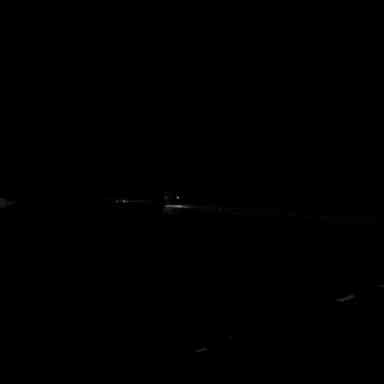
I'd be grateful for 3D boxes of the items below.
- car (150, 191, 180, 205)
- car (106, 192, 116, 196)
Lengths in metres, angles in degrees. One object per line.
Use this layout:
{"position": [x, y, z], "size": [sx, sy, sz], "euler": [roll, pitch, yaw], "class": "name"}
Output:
{"position": [-3.422, 0.659, 41.266], "size": [2.097, 1.767, 4.553], "euler": [-1, 1, -35], "class": "car"}
{"position": [-12.559, 0.213, 54.255], "size": [1.994, 1.385, 4.181], "euler": [-1, 1, -35], "class": "car"}
